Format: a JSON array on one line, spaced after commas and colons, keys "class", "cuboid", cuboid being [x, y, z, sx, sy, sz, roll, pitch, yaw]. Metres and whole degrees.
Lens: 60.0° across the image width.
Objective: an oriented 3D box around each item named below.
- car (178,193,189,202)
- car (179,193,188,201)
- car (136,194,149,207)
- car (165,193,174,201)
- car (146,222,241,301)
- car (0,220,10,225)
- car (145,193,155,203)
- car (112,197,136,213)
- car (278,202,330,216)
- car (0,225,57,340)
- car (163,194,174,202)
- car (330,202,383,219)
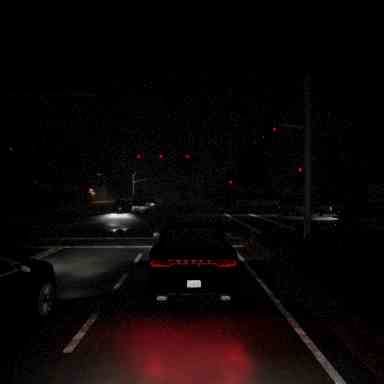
[{"class": "car", "cuboid": [-1.901, 1.225, 74.242, 2.150, 2.045, 5.566, 0, 0, -1]}, {"class": "car", "cuboid": [-2.183, 1.225, 84.975, 2.150, 2.045, 5.566, 0, 0, -1]}, {"class": "car", "cuboid": [-8.433, 1.478, 52.098, 1.882, 1.535, 5.008, 0, 1, -1]}, {"class": "car", "cuboid": [-5.689, 1.269, 85.147, 2.097, 1.767, 4.553, 0, 0, -1]}, {"class": "car", "cuboid": [0.001, 1.478, 8.378, 1.882, 1.535, 5.008, 0, 0, -1]}, {"class": "car", "cuboid": [-7.207, 1.601, 10.756, 1.895, 1.301, 4.718, 0, 0, -1]}, {"class": "car", "cuboid": [-8.739, 1.216, 67.461, 2.150, 2.045, 5.566, 0, 1, -1]}, {"class": "car", "cuboid": [-7.730, 1.492, 36.886, 2.128, 1.511, 4.902, 0, 0, -6]}, {"class": "car", "cuboid": [10.865, 1.601, 32.348, 4.718, 1.301, 1.895, 0, 0, -2]}, {"class": "car", "cuboid": [-3.468, 1.492, 4.386, 2.128, 1.511, 4.902, 0, 0, 0]}, {"class": "car", "cuboid": [-5.416, 1.533, 74.542, 2.033, 1.411, 5.357, 0, 0, -1]}, {"class": "car", "cuboid": [14.761, 1.564, 28.959, 4.181, 1.385, 1.994, 0, 0, -2]}]
